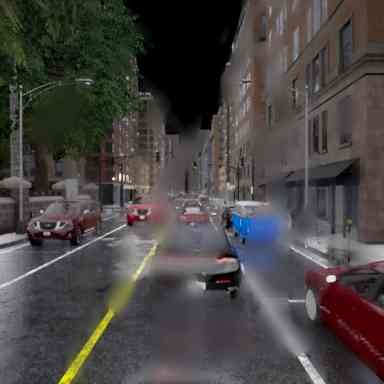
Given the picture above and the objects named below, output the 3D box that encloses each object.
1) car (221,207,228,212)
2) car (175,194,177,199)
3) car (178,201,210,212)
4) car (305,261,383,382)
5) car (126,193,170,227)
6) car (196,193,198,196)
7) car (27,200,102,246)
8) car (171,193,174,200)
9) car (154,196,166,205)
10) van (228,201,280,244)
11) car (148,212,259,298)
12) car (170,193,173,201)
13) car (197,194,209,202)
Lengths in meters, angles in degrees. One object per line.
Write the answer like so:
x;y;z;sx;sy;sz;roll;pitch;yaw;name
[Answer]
2.855;1.557;21.203;1.947;1.339;4.313;0;0;0;car
-5.675;1.496;86.445;2.008;1.369;4.403;0;0;0;car
0.102;1.517;20.197;1.812;1.442;4.674;0;0;0;car
2.855;1.544;4.222;1.887;1.381;4.507;0;0;0;car
-3.027;1.214;23.156;2.150;2.045;5.566;0;0;0;car
2.850;1.496;86.477;2.008;1.369;4.403;0;0;0;car
-5.670;1.310;15.502;2.192;1.841;5.009;0;0;0;car
-5.674;1.491;75.544;1.887;1.381;4.507;0;0;0;car
-5.673;1.480;59.021;1.752;1.417;4.829;0;0;0;car
2.854;1.336;15.543;1.690;1.788;3.998;0;0;0;van
0.099;1.490;8.469;2.128;1.511;4.902;0;0;0;car
-5.674;1.493;70.093;1.887;1.381;4.507;0;0;0;car
2.850;1.386;75.580;1.967;1.590;4.097;0;0;0;car
